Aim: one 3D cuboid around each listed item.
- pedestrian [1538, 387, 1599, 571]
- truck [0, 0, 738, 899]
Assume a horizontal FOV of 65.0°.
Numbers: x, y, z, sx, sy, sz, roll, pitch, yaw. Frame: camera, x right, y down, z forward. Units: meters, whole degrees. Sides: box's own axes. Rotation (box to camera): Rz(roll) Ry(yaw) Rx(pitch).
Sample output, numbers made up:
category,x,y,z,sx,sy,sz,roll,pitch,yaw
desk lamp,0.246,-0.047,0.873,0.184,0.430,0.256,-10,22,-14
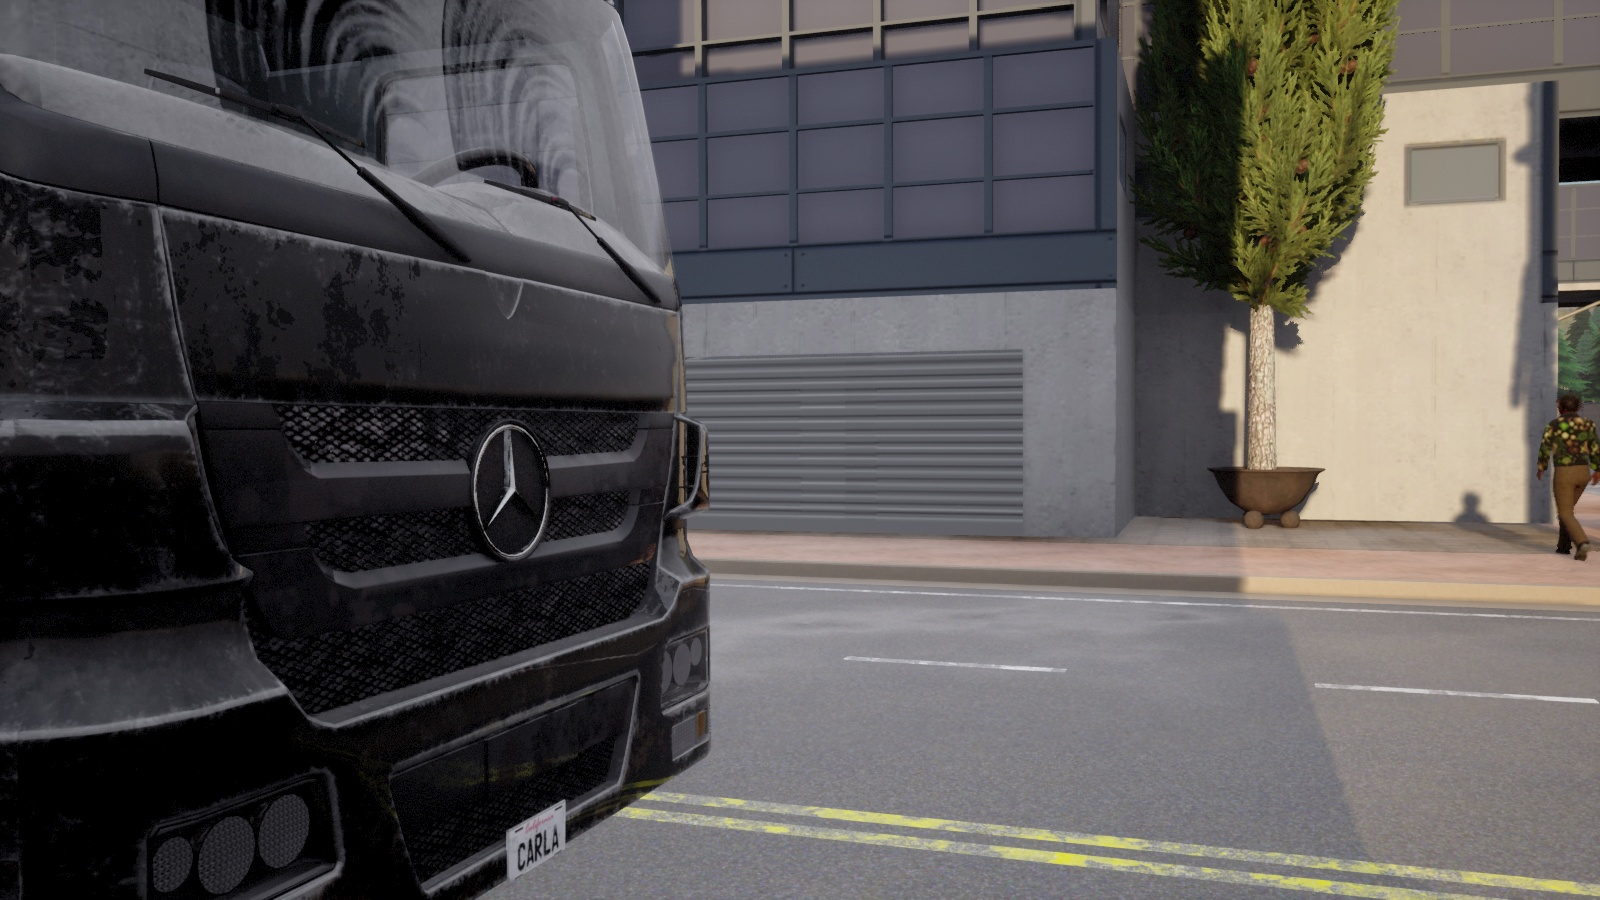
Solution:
category,x,y,z,sx,sy,sz,roll,pitch,yaw
pedestrian,8.335,0.299,13.571,0.395,1.930,0.692,0,1,11
truck,-4.464,-0.248,4.736,7.936,3.462,2.891,1,1,20
